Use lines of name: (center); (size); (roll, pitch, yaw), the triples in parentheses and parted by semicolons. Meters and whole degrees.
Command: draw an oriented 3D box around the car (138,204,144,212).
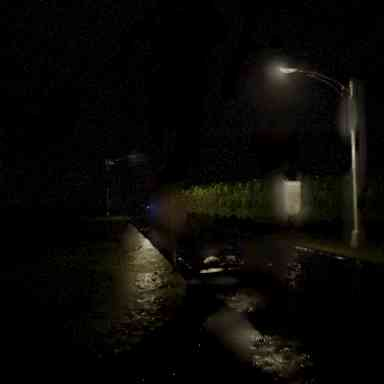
car: (-8.505, 2.816, 59.686); (1.812, 1.442, 4.674); (-1, -1, -16)

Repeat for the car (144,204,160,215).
car: (-5.274, 2.488, 47.819); (1.882, 1.535, 5.008); (-1, -1, -15)
